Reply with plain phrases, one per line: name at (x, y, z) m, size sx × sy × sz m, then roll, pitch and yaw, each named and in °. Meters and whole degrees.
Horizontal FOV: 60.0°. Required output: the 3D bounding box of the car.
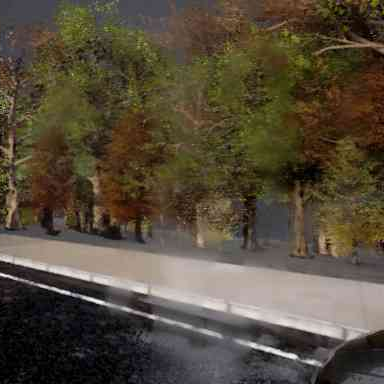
car at (3.072, 1.478, 1.495) m, size 4.902 × 1.511 × 2.128 m, roll -1°, pitch 0°, yaw 35°
